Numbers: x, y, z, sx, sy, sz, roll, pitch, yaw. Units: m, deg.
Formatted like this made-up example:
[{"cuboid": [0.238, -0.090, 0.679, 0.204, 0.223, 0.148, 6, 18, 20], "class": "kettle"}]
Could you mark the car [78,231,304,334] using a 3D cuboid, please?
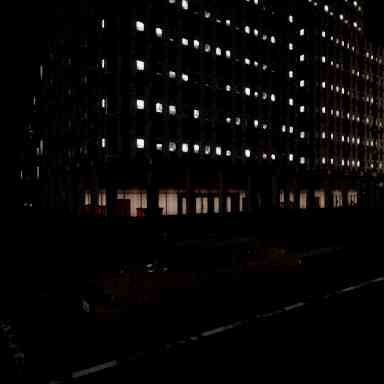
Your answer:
[{"cuboid": [0.254, 1.524, 6.746, 4.829, 1.417, 1.752, 0, 0, -36], "class": "car"}]
